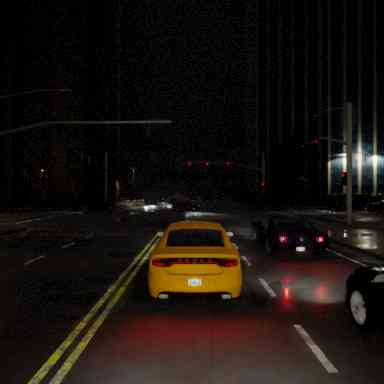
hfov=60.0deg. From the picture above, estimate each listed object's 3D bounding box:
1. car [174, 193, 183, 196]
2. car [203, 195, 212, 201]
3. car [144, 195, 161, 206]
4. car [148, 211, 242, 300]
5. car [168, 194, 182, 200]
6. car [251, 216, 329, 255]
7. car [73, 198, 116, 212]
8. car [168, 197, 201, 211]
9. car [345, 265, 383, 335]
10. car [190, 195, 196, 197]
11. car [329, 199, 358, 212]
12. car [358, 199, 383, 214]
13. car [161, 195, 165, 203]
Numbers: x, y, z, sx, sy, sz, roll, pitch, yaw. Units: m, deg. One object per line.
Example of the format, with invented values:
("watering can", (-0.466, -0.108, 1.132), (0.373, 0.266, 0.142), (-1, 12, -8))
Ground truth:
("car", (-3.286, 1.219, 76.310), (2.150, 2.045, 5.566), (0, 0, 0))
("car", (3.724, 1.429, 79.621), (1.837, 1.490, 4.892), (0, 0, 0))
("car", (-6.926, 1.491, 56.256), (2.128, 1.511, 4.902), (0, 0, 0))
("car", (0.078, 1.478, 8.475), (1.882, 1.535, 5.008), (0, 0, 1))
("car", (-3.399, 1.600, 60.898), (1.895, 1.301, 4.718), (0, 0, 0))
("car", (3.618, 1.601, 13.234), (1.895, 1.301, 4.718), (0, 0, 0))
("car", (-11.592, 1.478, 39.757), (5.008, 1.535, 1.882), (0, 2, -39))
("car", (-0.748, 1.601, 39.508), (1.895, 1.301, 4.718), (0, 0, -26))
("car", (3.611, 1.505, 3.963), (1.837, 1.490, 4.892), (0, 0, 0))
("car", (0.225, 1.367, 80.170), (1.994, 1.385, 4.181), (0, 0, 0))
("car", (19.031, 1.547, 38.933), (5.357, 1.411, 2.033), (0, 0, 0))
("car", (20.946, 1.491, 35.450), (4.902, 1.511, 2.128), (0, 0, -1))
("car", (-6.800, 1.500, 71.329), (1.837, 1.490, 4.892), (0, 0, 0))
